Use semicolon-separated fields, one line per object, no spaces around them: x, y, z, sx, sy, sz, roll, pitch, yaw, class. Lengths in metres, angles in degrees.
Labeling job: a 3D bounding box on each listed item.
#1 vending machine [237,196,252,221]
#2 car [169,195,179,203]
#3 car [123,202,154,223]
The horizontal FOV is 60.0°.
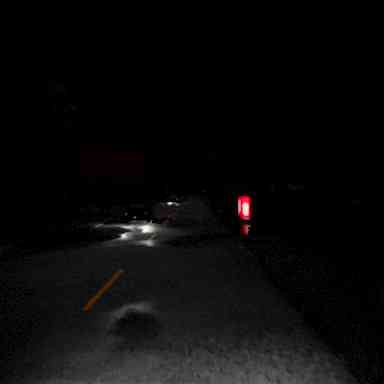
4.465;1.371;28.248;1.100;2.100;0.880;0;0;0;vending machine
-3.553;1.362;67.052;1.882;1.535;5.008;0;-1;0;car
-3.940;1.472;25.293;1.812;1.442;4.674;0;0;0;car
